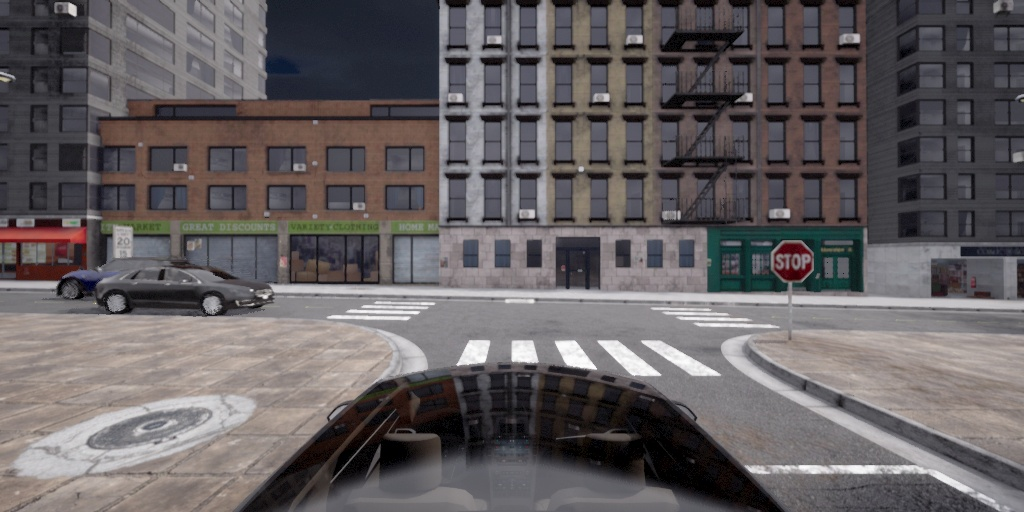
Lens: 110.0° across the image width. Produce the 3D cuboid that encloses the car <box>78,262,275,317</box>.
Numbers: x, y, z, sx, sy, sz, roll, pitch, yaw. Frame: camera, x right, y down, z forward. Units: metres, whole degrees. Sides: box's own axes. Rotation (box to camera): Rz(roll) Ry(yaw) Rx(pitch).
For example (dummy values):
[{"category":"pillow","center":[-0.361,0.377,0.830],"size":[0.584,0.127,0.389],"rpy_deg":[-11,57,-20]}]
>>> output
[{"category":"car","center":[-10.416,1.060,11.606],"size":[4.892,1.490,1.837],"rpy_deg":[1,0,0]}]

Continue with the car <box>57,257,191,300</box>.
[{"category":"car","center":[-15.310,0.837,14.607],"size":[4.553,1.767,2.097],"rpy_deg":[1,0,0]}]
